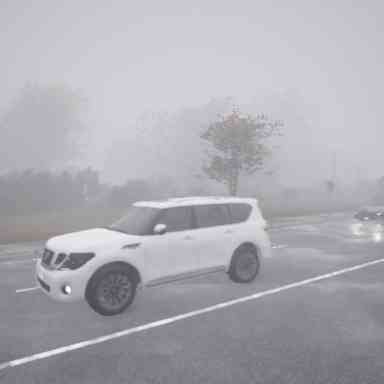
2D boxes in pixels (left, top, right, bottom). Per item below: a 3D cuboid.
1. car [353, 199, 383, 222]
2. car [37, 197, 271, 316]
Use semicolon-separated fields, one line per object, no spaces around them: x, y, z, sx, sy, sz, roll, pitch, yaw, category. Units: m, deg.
12.694;1.167;21.638;5.357;1.411;2.033;-1;1;-35;car
-0.567;1.169;7.827;5.566;2.045;2.150;-1;1;-35;car
